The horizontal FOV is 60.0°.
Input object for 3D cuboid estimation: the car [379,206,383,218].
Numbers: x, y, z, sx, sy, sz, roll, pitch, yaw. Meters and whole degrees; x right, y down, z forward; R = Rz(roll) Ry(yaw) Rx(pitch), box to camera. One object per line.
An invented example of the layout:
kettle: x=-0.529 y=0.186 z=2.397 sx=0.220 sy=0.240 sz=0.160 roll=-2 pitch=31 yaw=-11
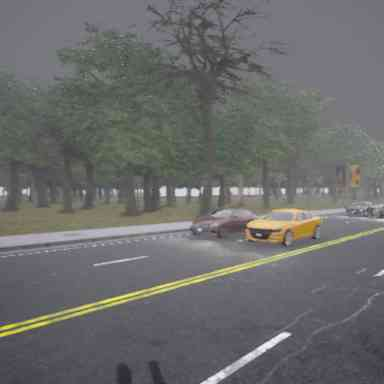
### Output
car: x=19.547 y=1.826 z=32.024 sx=1.994 sy=1.385 sz=4.181 roll=1 pitch=0 yaw=43

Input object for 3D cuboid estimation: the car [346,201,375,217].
car: x=17.655 y=1.744 z=34.759 sx=1.837 sy=1.490 sz=4.892 roll=1 pitch=0 yaw=43

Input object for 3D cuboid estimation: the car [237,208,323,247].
car: x=4.518 y=1.563 z=15.850 sx=1.882 sy=1.535 sz=5.008 roll=1 pitch=0 yaw=43

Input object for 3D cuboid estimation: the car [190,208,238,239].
car: x=1.943 y=1.581 z=17.837 sx=1.812 sy=1.442 sz=4.674 roll=1 pitch=0 yaw=43
